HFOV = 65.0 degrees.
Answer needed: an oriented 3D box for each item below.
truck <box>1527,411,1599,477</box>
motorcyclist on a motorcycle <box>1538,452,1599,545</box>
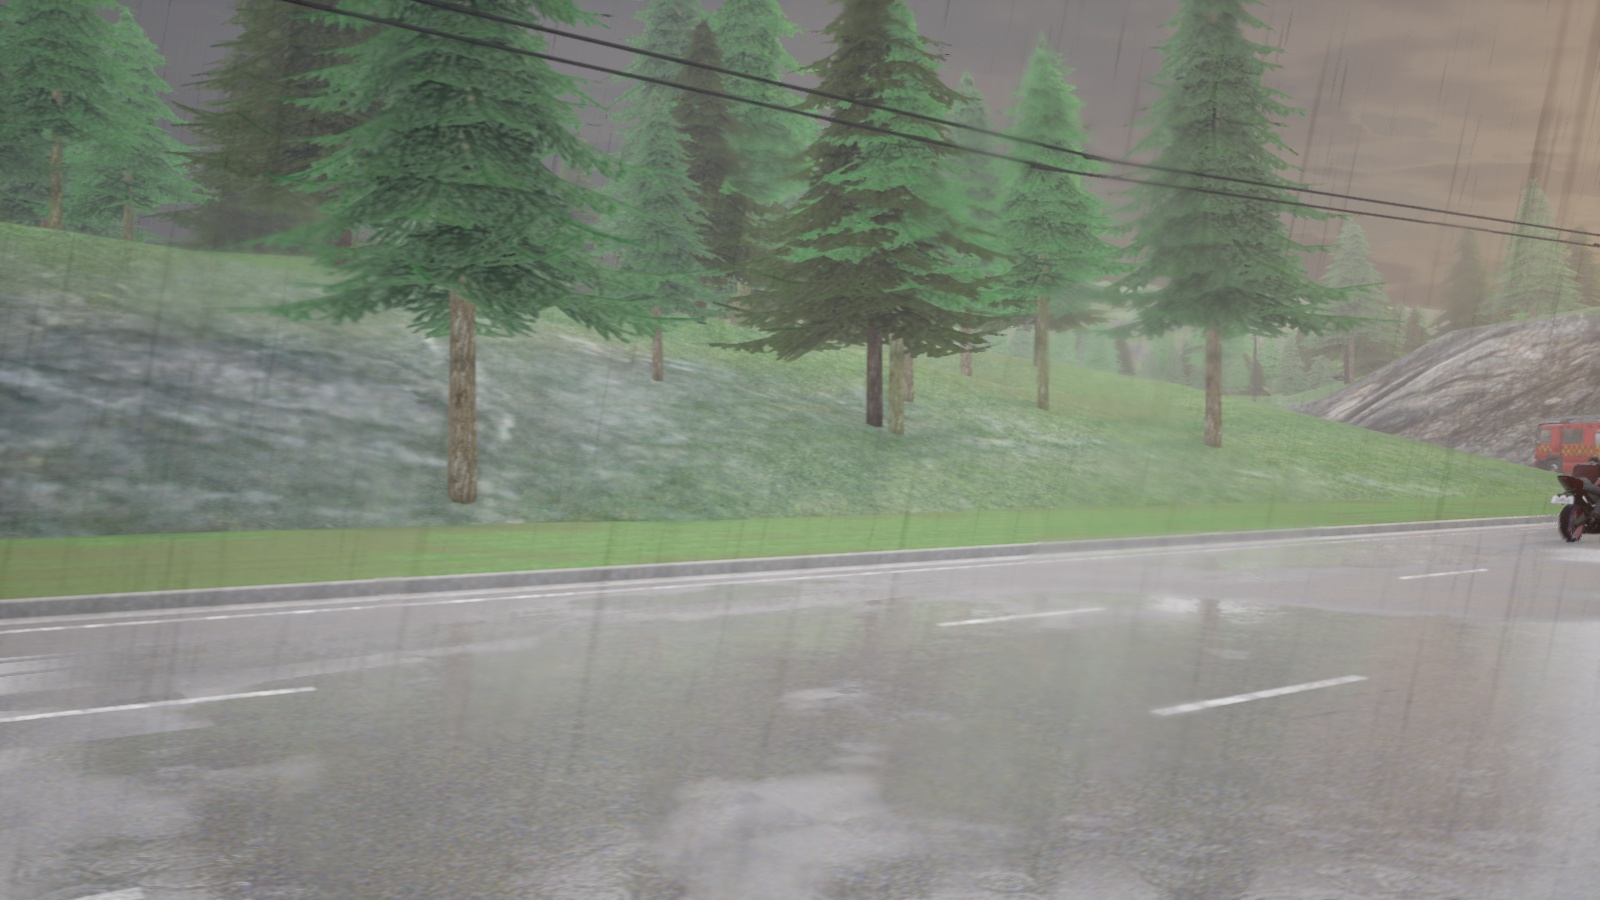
[{"bbox_3d":[47.253,-0.338,74.107,2.891,3.827,8.468,0,0,-8],"label":"truck"},{"bbox_3d":[13.782,0.804,21.780,2.191,1.530,0.866,0,0,-35],"label":"motorcyclist on a motorcycle"}]
